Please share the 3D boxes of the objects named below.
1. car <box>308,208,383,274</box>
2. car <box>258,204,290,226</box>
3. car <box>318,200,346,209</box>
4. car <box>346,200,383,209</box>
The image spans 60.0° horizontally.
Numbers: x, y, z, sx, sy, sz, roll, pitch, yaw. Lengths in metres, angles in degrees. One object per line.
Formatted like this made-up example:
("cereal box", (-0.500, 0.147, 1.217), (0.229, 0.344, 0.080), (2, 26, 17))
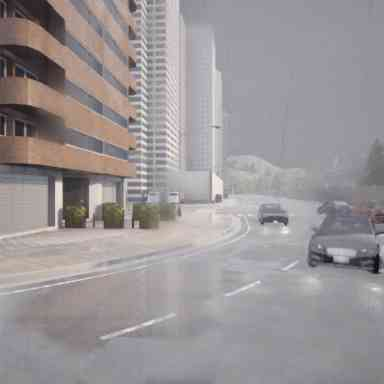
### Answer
("car", (5.049, 1.491, 10.806), (2.128, 1.511, 4.902), (0, 0, 29))
("car", (5.768, 1.547, 24.059), (2.033, 1.411, 5.357), (0, 0, 8))
("car", (13.751, 1.540, 32.145), (1.812, 1.442, 4.674), (0, 0, 1))
("car", (12.685, 1.352, 23.153), (2.097, 1.767, 4.553), (0, 0, 9))
